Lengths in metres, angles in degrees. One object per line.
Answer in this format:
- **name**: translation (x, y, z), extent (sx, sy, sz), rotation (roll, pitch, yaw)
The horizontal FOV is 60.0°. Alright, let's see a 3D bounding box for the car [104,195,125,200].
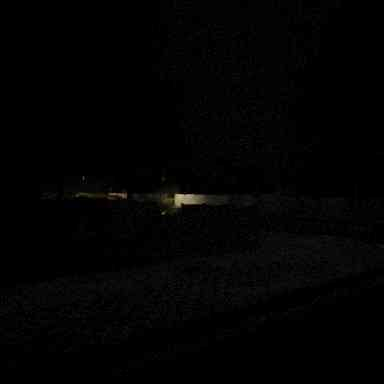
- **car**: translation (-11.114, 1.096, 46.829), extent (1.882, 1.535, 5.008), rotation (-1, 1, -35)

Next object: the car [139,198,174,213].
- **car**: translation (-3.844, 1.270, 31.639), extent (2.033, 1.411, 5.357), rotation (-1, 1, -35)

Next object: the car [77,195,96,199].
- **car**: translation (-15.906, 1.173, 48.725), extent (2.033, 1.411, 5.357), rotation (-1, 1, -35)

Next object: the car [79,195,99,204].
- **car**: translation (-17.109, 1.175, 55.151), extent (1.895, 1.301, 4.718), rotation (-1, 1, -35)
